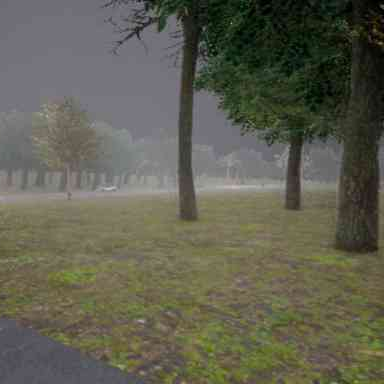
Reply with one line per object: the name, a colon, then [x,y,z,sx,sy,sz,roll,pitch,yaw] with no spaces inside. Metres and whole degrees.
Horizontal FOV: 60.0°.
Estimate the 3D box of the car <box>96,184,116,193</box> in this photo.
car: [-22.038,-0.940,85.636,2.150,2.045,5.566,4,4,35]
